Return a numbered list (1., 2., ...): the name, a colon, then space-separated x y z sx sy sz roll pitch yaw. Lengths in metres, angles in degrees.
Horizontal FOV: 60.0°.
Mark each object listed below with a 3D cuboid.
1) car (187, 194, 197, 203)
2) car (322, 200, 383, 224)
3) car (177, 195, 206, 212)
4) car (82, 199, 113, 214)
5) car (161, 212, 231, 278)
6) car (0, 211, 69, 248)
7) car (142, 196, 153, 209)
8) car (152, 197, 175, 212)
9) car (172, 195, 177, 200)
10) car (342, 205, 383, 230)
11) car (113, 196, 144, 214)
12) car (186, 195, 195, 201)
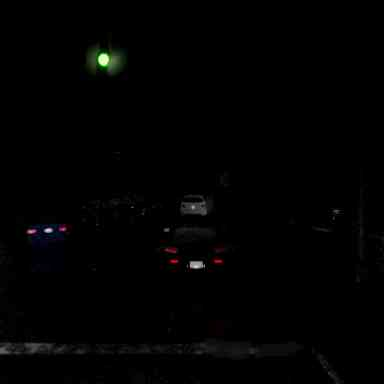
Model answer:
1. car: -0.009 1.299 67.645 2.097 1.767 4.553 0 1 0
2. car: 12.012 1.410 24.416 4.553 1.767 2.097 0 0 -3
3. car: 0.102 1.291 29.516 2.150 2.045 5.566 0 0 0
4. car: -10.580 1.612 36.860 1.812 1.442 4.674 0 0 0
5. car: 0.101 1.549 10.149 1.812 1.442 4.674 0 0 0
6. car: -7.421 1.583 15.058 2.033 1.411 5.357 0 0 -43
7. car: -7.021 1.667 46.475 1.994 1.385 4.181 0 0 1
8. car: -3.396 1.620 40.145 1.812 1.442 4.674 0 0 0
9. car: -3.762 1.358 75.234 2.033 1.411 5.357 0 1 -5
10. car: 12.357 1.650 20.929 4.718 1.301 1.895 0 0 -3
11. car: -7.076 1.566 37.488 1.882 1.535 5.008 0 0 0
12. car: -0.399 1.370 77.712 1.895 1.301 4.718 0 1 -5
